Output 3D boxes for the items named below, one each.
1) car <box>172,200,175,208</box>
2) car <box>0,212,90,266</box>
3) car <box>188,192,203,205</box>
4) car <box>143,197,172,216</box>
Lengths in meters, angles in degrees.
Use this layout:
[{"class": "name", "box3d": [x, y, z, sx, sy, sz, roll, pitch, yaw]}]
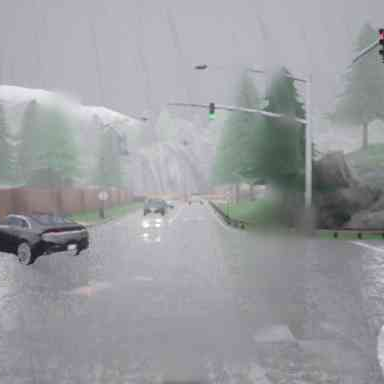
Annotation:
[{"class": "car", "box3d": [-3.200, 1.318, 40.841, 1.812, 1.442, 4.674, 0, 0, 1]}, {"class": "car", "box3d": [-5.597, 1.434, 11.392, 4.902, 1.511, 2.128, 0, 0, 35]}, {"class": "car", "box3d": [0.586, 0.943, 52.906, 2.150, 2.045, 5.566, 0, 0, 0]}, {"class": "car", "box3d": [-3.301, 1.337, 30.740, 2.128, 1.511, 4.902, 0, 0, 1]}]
